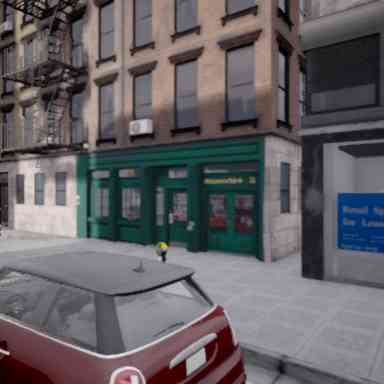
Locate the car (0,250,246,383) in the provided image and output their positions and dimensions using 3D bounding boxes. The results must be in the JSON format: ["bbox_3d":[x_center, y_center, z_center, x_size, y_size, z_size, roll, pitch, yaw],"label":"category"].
[{"bbox_3d":[-1.546,1.436,3.914,4.097,1.590,1.967,0,0,36],"label":"car"}]
